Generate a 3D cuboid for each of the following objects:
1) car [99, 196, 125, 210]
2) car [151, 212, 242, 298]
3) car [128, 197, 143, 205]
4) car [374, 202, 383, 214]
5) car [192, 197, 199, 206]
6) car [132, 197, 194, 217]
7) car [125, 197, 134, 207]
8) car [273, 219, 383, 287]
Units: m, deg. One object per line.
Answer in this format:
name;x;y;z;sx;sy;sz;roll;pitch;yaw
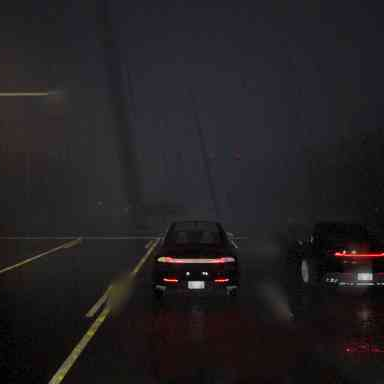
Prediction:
car;-10.468;1.352;42.785;2.097;1.767;4.553;0;0;0
car;0.100;1.492;8.535;2.128;1.511;4.902;0;0;0
car;-10.385;1.564;61.525;1.994;1.385;4.181;0;0;1
car;18.122;1.061;28.324;4.902;1.511;2.128;-5;0;0
car;0.262;1.526;55.979;1.812;1.442;4.674;0;0;0
car;-2.552;1.491;29.891;4.902;1.511;2.128;0;0;-45
car;-10.443;1.526;51.682;1.812;1.442;4.674;0;0;0
car;3.605;1.505;9.297;1.837;1.490;4.892;0;0;1
